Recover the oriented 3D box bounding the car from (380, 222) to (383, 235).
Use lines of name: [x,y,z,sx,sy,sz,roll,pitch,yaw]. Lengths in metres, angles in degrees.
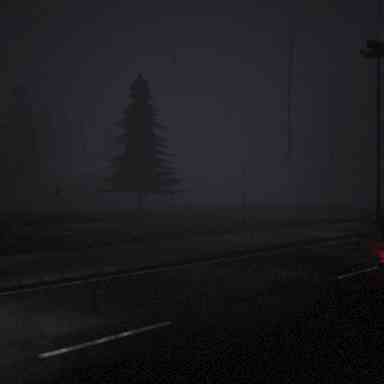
car: [11.069,1.633,15.951,4.718,1.301,1.895,0,0,-35]
